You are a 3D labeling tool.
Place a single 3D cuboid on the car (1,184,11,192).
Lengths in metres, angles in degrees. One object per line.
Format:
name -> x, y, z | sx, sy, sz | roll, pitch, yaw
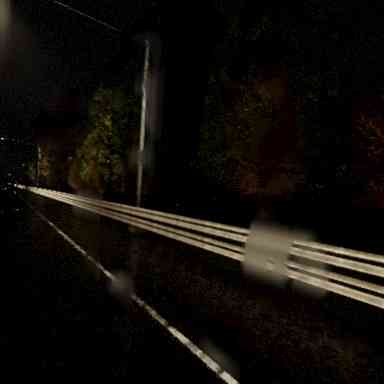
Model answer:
car -> -42.327, -0.898, 75.736 | 1.882, 1.535, 5.008 | 4, 0, -30
